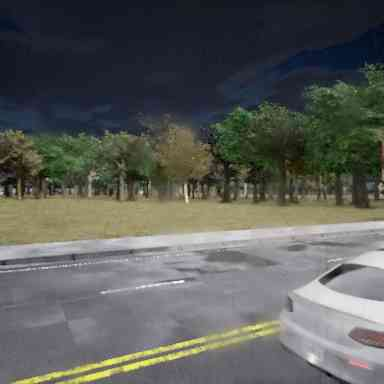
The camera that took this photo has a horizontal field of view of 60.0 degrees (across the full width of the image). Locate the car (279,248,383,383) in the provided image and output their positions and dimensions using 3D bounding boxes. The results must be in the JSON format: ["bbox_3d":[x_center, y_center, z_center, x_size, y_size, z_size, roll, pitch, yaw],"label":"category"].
[{"bbox_3d":[3.326,1.533,4.656,4.674,1.442,1.812,0,0,-28],"label":"car"}]
